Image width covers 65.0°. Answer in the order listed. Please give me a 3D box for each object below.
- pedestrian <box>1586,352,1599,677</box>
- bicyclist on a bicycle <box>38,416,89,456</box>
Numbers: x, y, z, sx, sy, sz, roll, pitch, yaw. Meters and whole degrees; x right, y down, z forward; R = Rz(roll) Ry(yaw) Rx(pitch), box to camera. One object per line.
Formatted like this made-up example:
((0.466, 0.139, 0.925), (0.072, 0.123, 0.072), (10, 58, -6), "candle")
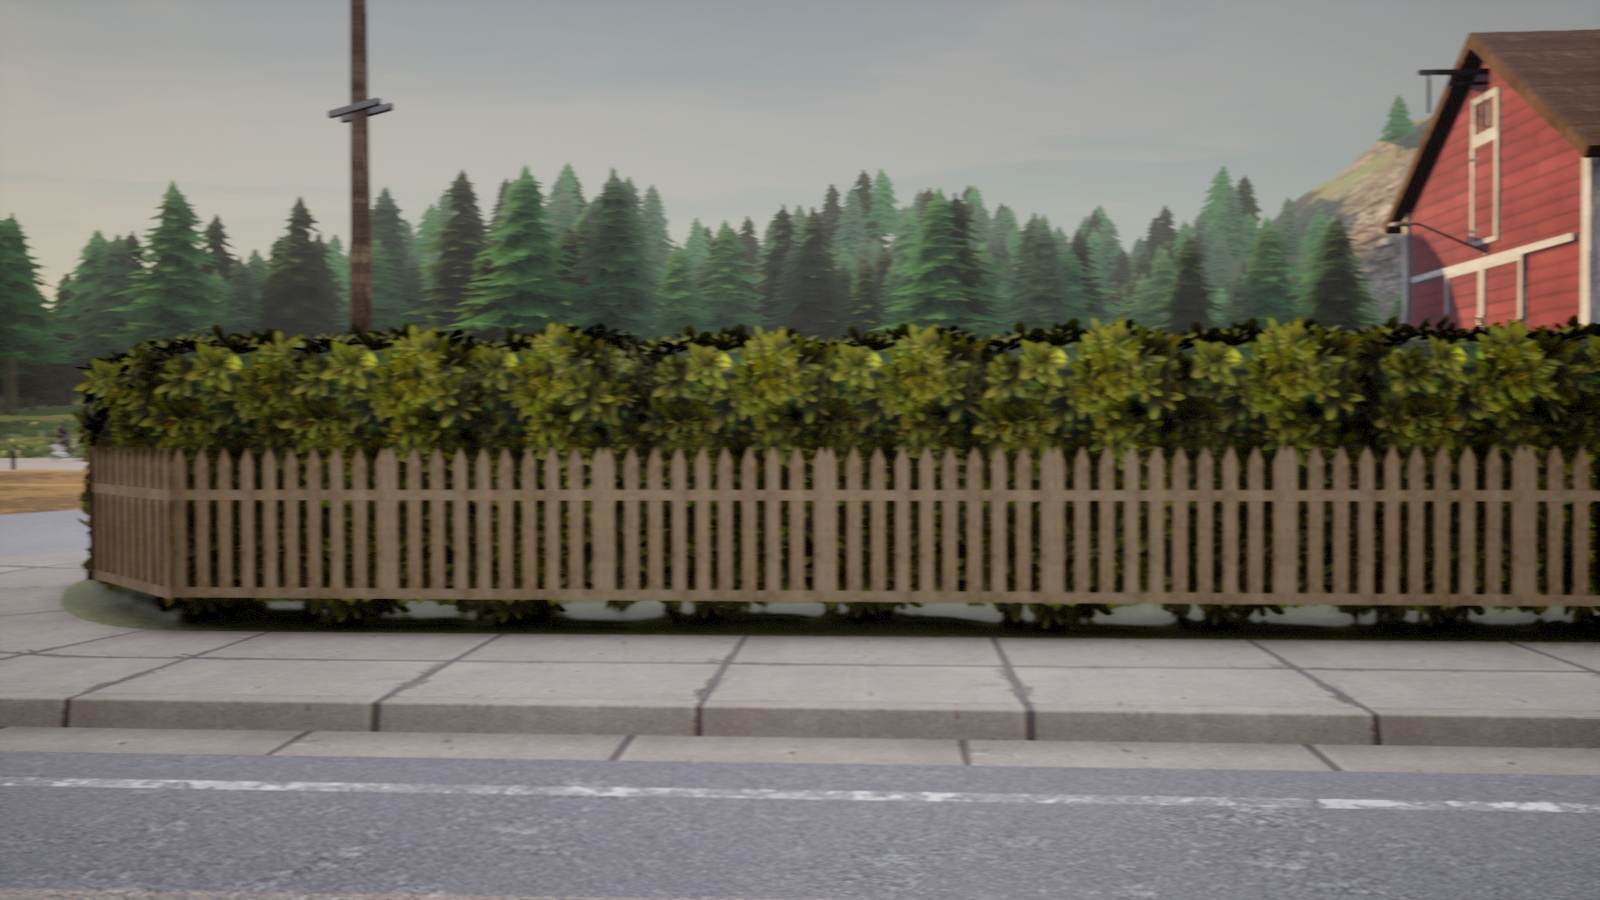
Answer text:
((4.919, 0.370, 7.073), (0.720, 1.854, 0.376), (0, 1, 9), "pedestrian")
((-32.385, -0.614, 55.237), (1.843, 1.776, 0.659), (0, 1, 4), "bicyclist on a bicycle")
